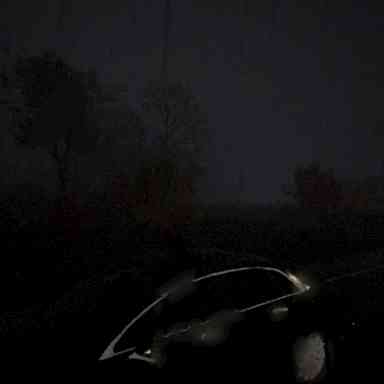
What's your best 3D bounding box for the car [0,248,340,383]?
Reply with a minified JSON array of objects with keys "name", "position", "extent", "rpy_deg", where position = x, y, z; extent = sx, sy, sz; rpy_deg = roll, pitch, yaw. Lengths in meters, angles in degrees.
[{"name":"car","position":[-0.294,1.501,3.739],"extent":[4.892,1.490,1.837],"rpy_deg":[0,0,-35]}]
